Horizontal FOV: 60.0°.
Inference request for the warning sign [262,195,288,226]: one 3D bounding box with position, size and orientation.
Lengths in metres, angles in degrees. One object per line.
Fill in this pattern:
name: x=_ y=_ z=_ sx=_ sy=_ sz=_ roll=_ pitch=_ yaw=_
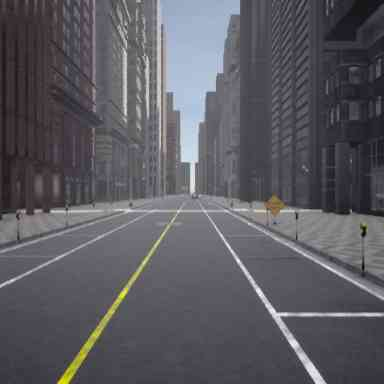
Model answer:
warning sign: x=5.069 y=1.102 z=20.361 sx=1.300 sy=1.860 sz=1.060 roll=0 pitch=0 yaw=0
